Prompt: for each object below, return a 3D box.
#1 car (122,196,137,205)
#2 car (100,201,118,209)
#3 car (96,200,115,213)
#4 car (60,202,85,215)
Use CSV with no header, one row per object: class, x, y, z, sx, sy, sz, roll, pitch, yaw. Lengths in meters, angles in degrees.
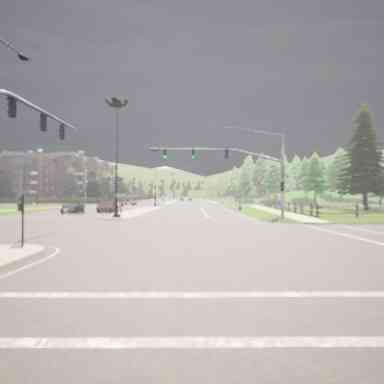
car,-11.533,1.687,61.524,2.150,2.045,5.566,0,-1,0
car,-15.041,2.343,60.580,2.033,1.411,5.357,0,-1,0
car,-11.613,1.953,45.743,2.097,1.767,4.553,0,-1,0
car,-15.020,2.043,42.007,2.128,1.511,4.902,0,-1,0
